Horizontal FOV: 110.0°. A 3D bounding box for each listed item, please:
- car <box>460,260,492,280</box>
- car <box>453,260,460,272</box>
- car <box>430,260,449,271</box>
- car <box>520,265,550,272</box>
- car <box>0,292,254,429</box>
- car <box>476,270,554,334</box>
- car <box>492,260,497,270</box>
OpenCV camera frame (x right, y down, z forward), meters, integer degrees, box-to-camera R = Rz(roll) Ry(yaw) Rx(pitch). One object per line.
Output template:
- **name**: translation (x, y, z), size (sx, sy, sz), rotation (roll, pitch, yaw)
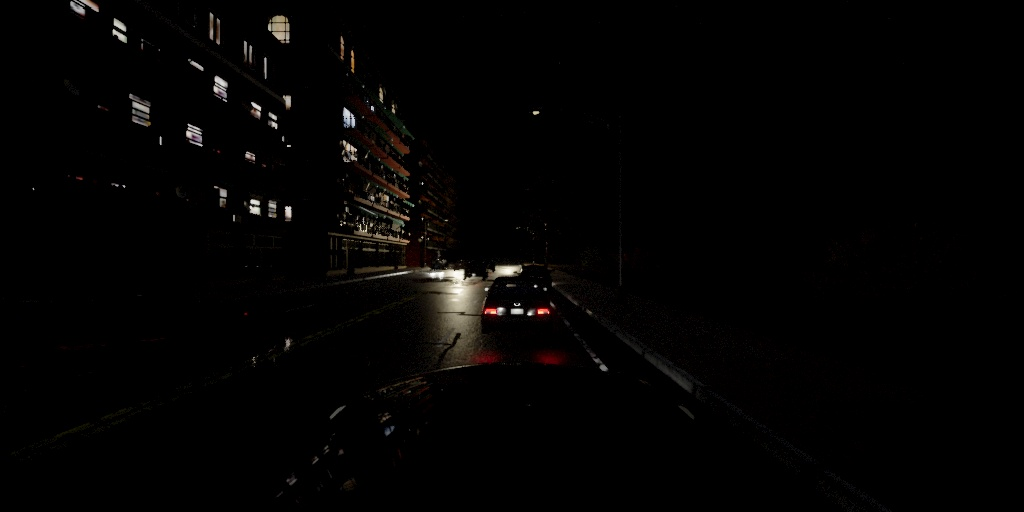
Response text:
- **car**: translation (-3.098, 1.258, 31.466), size (1.837, 1.490, 4.892), rotation (0, 0, 0)
- **car**: translation (-6.518, 1.277, 47.170), size (1.812, 1.442, 4.674), rotation (0, 0, 0)
- **car**: translation (-9.764, 1.242, 48.537), size (2.128, 1.511, 4.902), rotation (0, 0, 0)
- **car**: translation (1.169, 1.257, 20.296), size (1.837, 1.490, 4.892), rotation (0, 0, 0)
- **car**: translation (-6.597, 1.298, 5.483), size (2.033, 1.411, 5.357), rotation (0, 0, 0)
- **car**: translation (0.116, 1.299, 10.608), size (2.033, 1.411, 5.357), rotation (0, 0, 0)
- **car**: translation (-3.072, 1.256, 45.415), size (1.837, 1.490, 4.892), rotation (0, 0, 0)
